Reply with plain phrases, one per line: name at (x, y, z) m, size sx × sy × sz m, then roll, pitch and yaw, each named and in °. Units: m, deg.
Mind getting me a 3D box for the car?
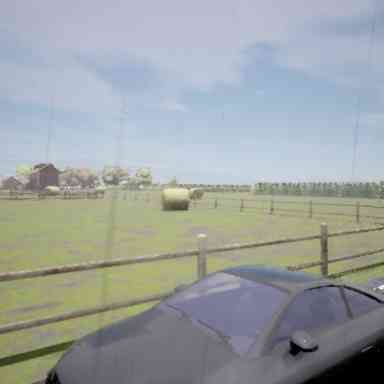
car at (0.704, 1.564, 3.554) m, size 4.181 × 1.385 × 1.994 m, roll 0°, pitch 0°, yaw -35°
